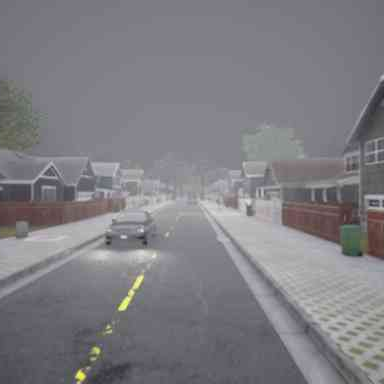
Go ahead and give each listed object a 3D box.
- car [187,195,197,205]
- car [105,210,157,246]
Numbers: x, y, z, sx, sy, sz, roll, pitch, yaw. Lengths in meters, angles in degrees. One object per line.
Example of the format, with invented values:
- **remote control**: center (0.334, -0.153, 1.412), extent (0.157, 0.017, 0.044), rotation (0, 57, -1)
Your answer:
- **car**: center (0.054, 1.935, 67.905), extent (1.994, 1.385, 4.181), rotation (0, 0, 0)
- **car**: center (-2.789, 1.615, 16.043), extent (1.812, 1.442, 4.674), rotation (0, -1, 1)
